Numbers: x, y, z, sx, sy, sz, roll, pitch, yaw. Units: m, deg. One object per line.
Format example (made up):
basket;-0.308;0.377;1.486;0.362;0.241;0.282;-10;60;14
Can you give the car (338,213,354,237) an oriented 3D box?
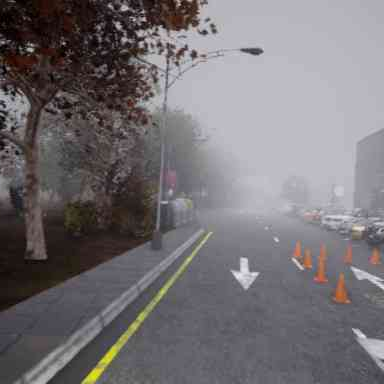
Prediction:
car;12.356;2.479;20.924;5.366;1.575;1.946;4;0;-11

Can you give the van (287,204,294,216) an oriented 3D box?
van;16.623;2.899;47.726;4.442;1.987;1.878;4;-1;-12

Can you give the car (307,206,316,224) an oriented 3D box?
car;14.279;2.637;32.844;4.553;1.767;2.185;4;-1;-11

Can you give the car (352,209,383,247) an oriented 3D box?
car;12.097;2.179;17.979;5.566;2.045;2.435;5;0;-12

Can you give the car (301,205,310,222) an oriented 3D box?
car;14.719;2.706;35.812;4.553;1.767;2.185;4;-1;-12

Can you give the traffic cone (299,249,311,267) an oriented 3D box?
traffic cone;4.096;2.340;11.796;0.340;0.580;0.340;3;-1;8

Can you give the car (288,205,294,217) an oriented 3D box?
car;16.051;3.044;44.728;5.008;1.535;2.097;4;-1;-12

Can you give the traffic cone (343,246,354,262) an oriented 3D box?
traffic cone;6.360;2.498;13.484;0.340;0.580;0.340;3;-1;8

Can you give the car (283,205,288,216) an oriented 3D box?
car;16.928;3.226;50.663;4.674;1.452;2.002;4;0;-12

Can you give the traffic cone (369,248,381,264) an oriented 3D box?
traffic cone;7.348;2.556;13.338;0.340;0.580;0.340;3;-1;8

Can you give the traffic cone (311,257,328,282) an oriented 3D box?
traffic cone;3.807;2.299;9.817;0.340;0.580;0.340;3;-1;8

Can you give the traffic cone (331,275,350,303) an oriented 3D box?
traffic cone;3.518;2.258;7.838;0.340;0.580;0.340;3;-1;8

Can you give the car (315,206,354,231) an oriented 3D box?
car;13.411;2.376;26.897;5.566;2.045;2.435;4;0;-11

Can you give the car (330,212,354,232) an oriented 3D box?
car;12.947;2.590;23.926;4.792;1.488;2.163;4;0;-11

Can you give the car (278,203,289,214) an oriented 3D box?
car;17.175;3.239;53.600;5.366;1.575;1.946;4;0;-12

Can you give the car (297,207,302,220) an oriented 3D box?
car;15.181;2.944;38.780;4.674;1.452;2.002;4;0;-12

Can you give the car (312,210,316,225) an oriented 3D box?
car;13.833;2.724;29.860;4.792;1.488;2.163;4;0;-12

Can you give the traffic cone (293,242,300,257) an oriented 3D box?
traffic cone;4.385;2.381;13.774;0.340;0.580;0.340;3;-1;8

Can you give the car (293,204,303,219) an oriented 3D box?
car;15.663;2.851;41.753;4.553;1.767;2.185;4;-1;-12

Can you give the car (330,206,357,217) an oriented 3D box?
car;33.366;4.286;73.541;2.435;2.045;5.566;4;0;-13

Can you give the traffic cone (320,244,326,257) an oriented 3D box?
traffic cone;5.373;2.440;13.629;0.340;0.580;0.340;3;-1;8
